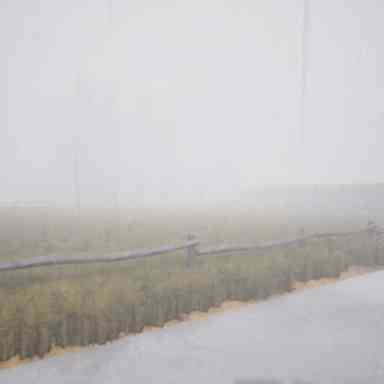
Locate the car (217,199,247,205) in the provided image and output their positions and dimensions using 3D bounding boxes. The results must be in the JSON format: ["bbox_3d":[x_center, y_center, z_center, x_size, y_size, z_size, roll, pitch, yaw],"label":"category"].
[{"bbox_3d":[6.112,2.081,53.496,1.895,1.301,4.718,1,-1,-36],"label":"car"}]

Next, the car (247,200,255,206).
[{"bbox_3d":[8.492,2.047,55.502,1.812,1.442,4.674,1,-1,-36],"label":"car"}]

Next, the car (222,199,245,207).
[{"bbox_3d":[8.265,2.123,66.039,4.674,1.442,1.812,1,0,-36],"label":"car"}]
